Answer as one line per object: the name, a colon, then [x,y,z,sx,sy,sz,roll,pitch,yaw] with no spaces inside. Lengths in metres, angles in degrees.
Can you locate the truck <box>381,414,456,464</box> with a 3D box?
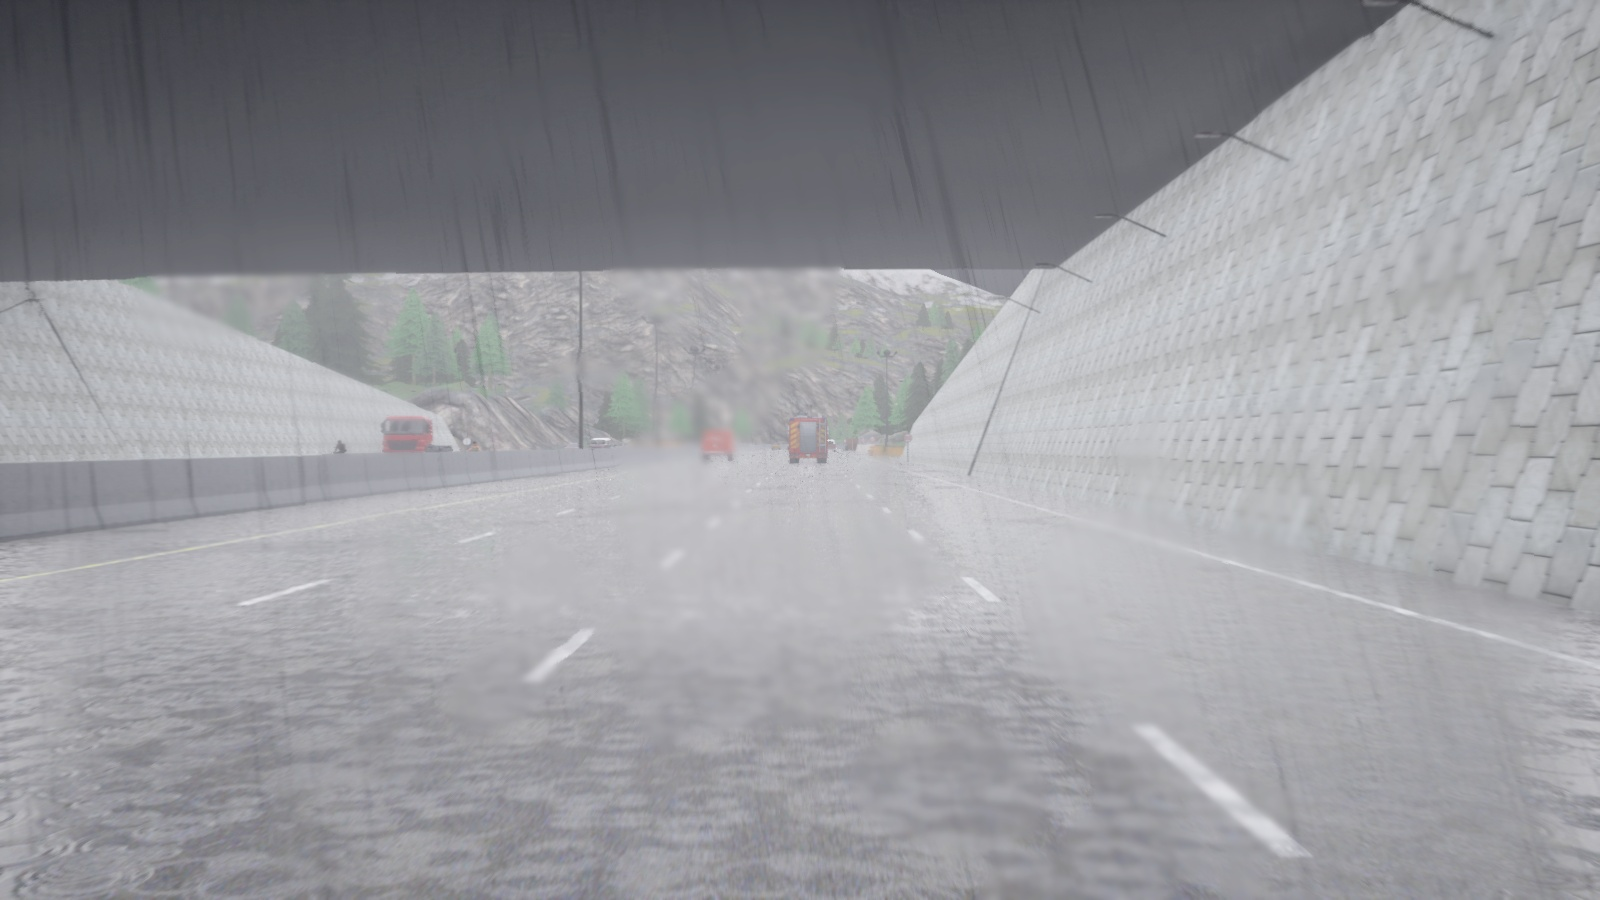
truck: [-27.409,-0.763,90.622,2.891,3.462,7.936,0,0,0]

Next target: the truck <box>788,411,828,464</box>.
truck: [0.624,-0.950,95.420,2.891,3.827,8.468,0,0,0]
